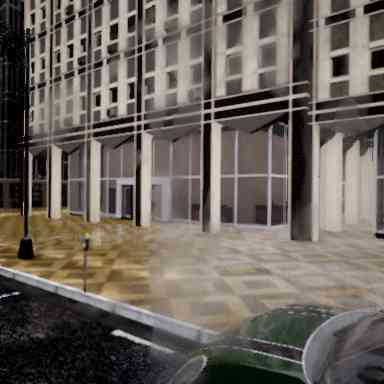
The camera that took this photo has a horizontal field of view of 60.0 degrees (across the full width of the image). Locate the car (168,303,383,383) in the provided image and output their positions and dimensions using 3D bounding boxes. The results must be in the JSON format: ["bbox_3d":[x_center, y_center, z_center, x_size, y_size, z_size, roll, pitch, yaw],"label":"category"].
[{"bbox_3d":[1.916,1.373,1.953,4.553,1.767,2.097,0,0,38],"label":"car"}]
